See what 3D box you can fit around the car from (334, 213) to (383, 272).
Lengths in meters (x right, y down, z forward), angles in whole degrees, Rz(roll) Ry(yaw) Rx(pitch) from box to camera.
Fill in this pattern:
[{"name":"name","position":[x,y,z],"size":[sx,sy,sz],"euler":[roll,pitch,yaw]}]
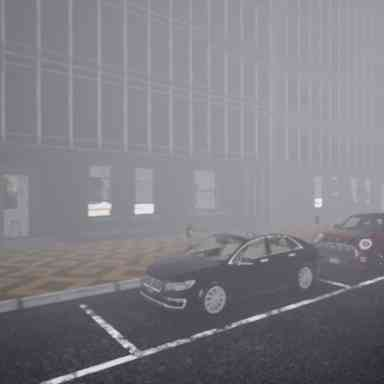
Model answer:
[{"name":"car","position":[5.664,1.417,10.600],"size":[4.097,1.590,1.967],"euler":[0,0,-36]}]

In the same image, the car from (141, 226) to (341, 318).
[{"name":"car","position":[1.029,1.541,7.294],"size":[4.403,1.369,2.008],"euler":[0,0,-36]}]
